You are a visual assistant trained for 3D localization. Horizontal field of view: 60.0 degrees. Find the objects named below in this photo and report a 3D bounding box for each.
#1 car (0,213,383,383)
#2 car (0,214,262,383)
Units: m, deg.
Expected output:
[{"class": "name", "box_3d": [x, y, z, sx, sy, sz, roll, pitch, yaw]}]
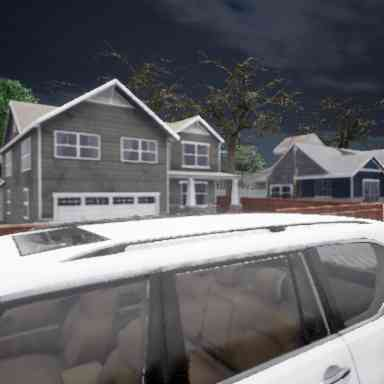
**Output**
[{"class": "car", "box_3d": [-0.661, 1.238, 2.097, 5.566, 2.045, 2.150, -1, 0, -31]}, {"class": "car", "box_3d": [-1.409, 1.384, 5.474, 4.553, 1.767, 2.097, -1, 0, 44]}]
